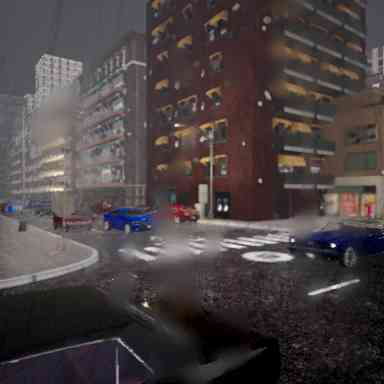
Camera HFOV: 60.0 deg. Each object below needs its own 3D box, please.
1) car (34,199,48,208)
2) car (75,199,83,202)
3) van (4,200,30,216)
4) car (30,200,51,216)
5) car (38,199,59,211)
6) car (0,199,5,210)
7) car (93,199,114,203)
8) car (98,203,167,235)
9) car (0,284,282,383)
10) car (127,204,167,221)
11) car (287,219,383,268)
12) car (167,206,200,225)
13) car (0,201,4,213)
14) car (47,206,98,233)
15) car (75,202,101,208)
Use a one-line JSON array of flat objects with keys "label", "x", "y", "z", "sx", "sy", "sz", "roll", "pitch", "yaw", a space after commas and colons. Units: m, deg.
[{"label": "car", "x": -30.823, "y": 2.339, "z": 67.836, "sx": 1.967, "sy": 1.590, "sz": 4.097, "roll": -1, "pitch": 0, "yaw": -36}, {"label": "car", "x": -17.561, "y": 1.925, "z": 49.472, "sx": 2.192, "sy": 1.841, "sz": 5.009, "roll": -1, "pitch": 0, "yaw": -36}, {"label": "van", "x": -21.028, "y": 1.880, "z": 40.018, "sx": 1.690, "sy": 1.788, "sz": 3.998, "roll": -1, "pitch": 0, "yaw": -36}, {"label": "car", "x": -17.044, "y": 2.046, "z": 38.920, "sx": 2.033, "sy": 1.411, "sz": 5.357, "roll": 0, "pitch": -1, "yaw": -36}, {"label": "car", "x": -22.435, "y": 2.022, "z": 51.815, "sx": 2.097, "sy": 1.767, "sz": 4.553, "roll": 0, "pitch": -1, "yaw": -36}, {"label": "car", "x": -34.328, "y": 2.142, "z": 58.357, "sx": 2.192, "sy": 1.841, "sz": 5.009, "roll": -1, "pitch": 0, "yaw": -36}, {"label": "car", "x": -10.928, "y": 1.782, "z": 40.289, "sx": 2.192, "sy": 1.841, "sz": 5.009, "roll": -1, "pitch": 0, "yaw": -36}, {"label": "car", "x": -3.835, "y": 1.693, "z": 20.606, "sx": 1.882, "sy": 1.535, "sz": 5.008, "roll": 0, "pitch": -1, "yaw": -36}, {"label": "car", "x": -1.539, "y": 1.605, "z": 2.596, "sx": 4.718, "sy": 1.301, "sz": 1.895, "roll": 0, "pitch": 0, "yaw": -36}, {"label": "car", "x": -4.291, "y": 1.890, "z": 31.107, "sx": 1.947, "sy": 1.339, "sz": 4.313, "roll": -1, "pitch": 0, "yaw": -36}, {"label": "car", "x": 5.474, "y": 1.658, "z": 11.594, "sx": 4.718, "sy": 1.301, "sz": 1.895, "roll": 0, "pitch": -1, "yaw": -35}, {"label": "car", "x": -1.176, "y": 1.803, "z": 26.794, "sx": 1.887, "sy": 1.381, "sz": 4.507, "roll": -1, "pitch": 0, "yaw": -36}, {"label": "car", "x": -24.340, "y": 2.192, "z": 44.608, "sx": 1.802, "sy": 1.307, "sz": 4.206, "roll": -1, "pitch": 0, "yaw": -36}, {"label": "car", "x": -7.943, "y": 1.841, "z": 21.908, "sx": 1.802, "sy": 1.307, "sz": 4.206, "roll": -1, "pitch": 0, "yaw": -36}, {"label": "car", "x": -10.020, "y": 1.895, "z": 29.164, "sx": 2.033, "sy": 1.411, "sz": 5.357, "roll": 0, "pitch": -1, "yaw": -36}]
